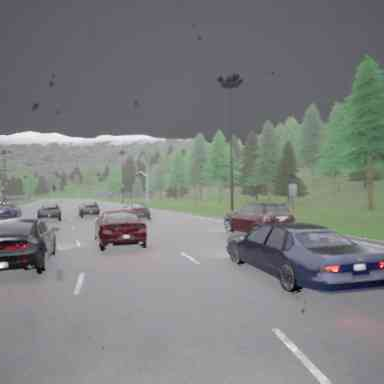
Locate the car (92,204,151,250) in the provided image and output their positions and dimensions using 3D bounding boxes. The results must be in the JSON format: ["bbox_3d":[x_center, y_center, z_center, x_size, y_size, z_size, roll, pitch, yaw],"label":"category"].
[{"bbox_3d":[-3.304,1.558,14.979,1.882,1.535,5.008,-1,0,-19],"label":"car"}]

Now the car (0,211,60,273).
[{"bbox_3d":[-5.520,1.610,10.700,1.837,1.490,4.892,0,0,-18],"label":"car"}]

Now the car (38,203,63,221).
[{"bbox_3d":[-12.578,1.740,29.561,2.128,1.511,4.902,-1,0,-21],"label":"car"}]

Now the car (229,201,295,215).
[{"bbox_3d":[3.437,1.336,17.312,2.097,1.767,4.553,-1,0,-20],"label":"car"}]

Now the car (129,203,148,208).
[{"bbox_3d":[-4.886,1.658,29.098,1.812,1.442,4.674,-1,0,-21],"label":"car"}]

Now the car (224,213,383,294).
[{"bbox_3d":[2.614,1.526,8.897,2.033,1.411,5.357,-1,0,-15],"label":"car"}]

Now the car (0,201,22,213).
[{"bbox_3d":[-15.981,1.649,28.643,2.097,1.767,4.553,-1,0,-21],"label":"car"}]

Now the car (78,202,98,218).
[{"bbox_3d":[-10.306,1.713,33.358,2.128,1.511,4.902,-1,0,-21],"label":"car"}]
